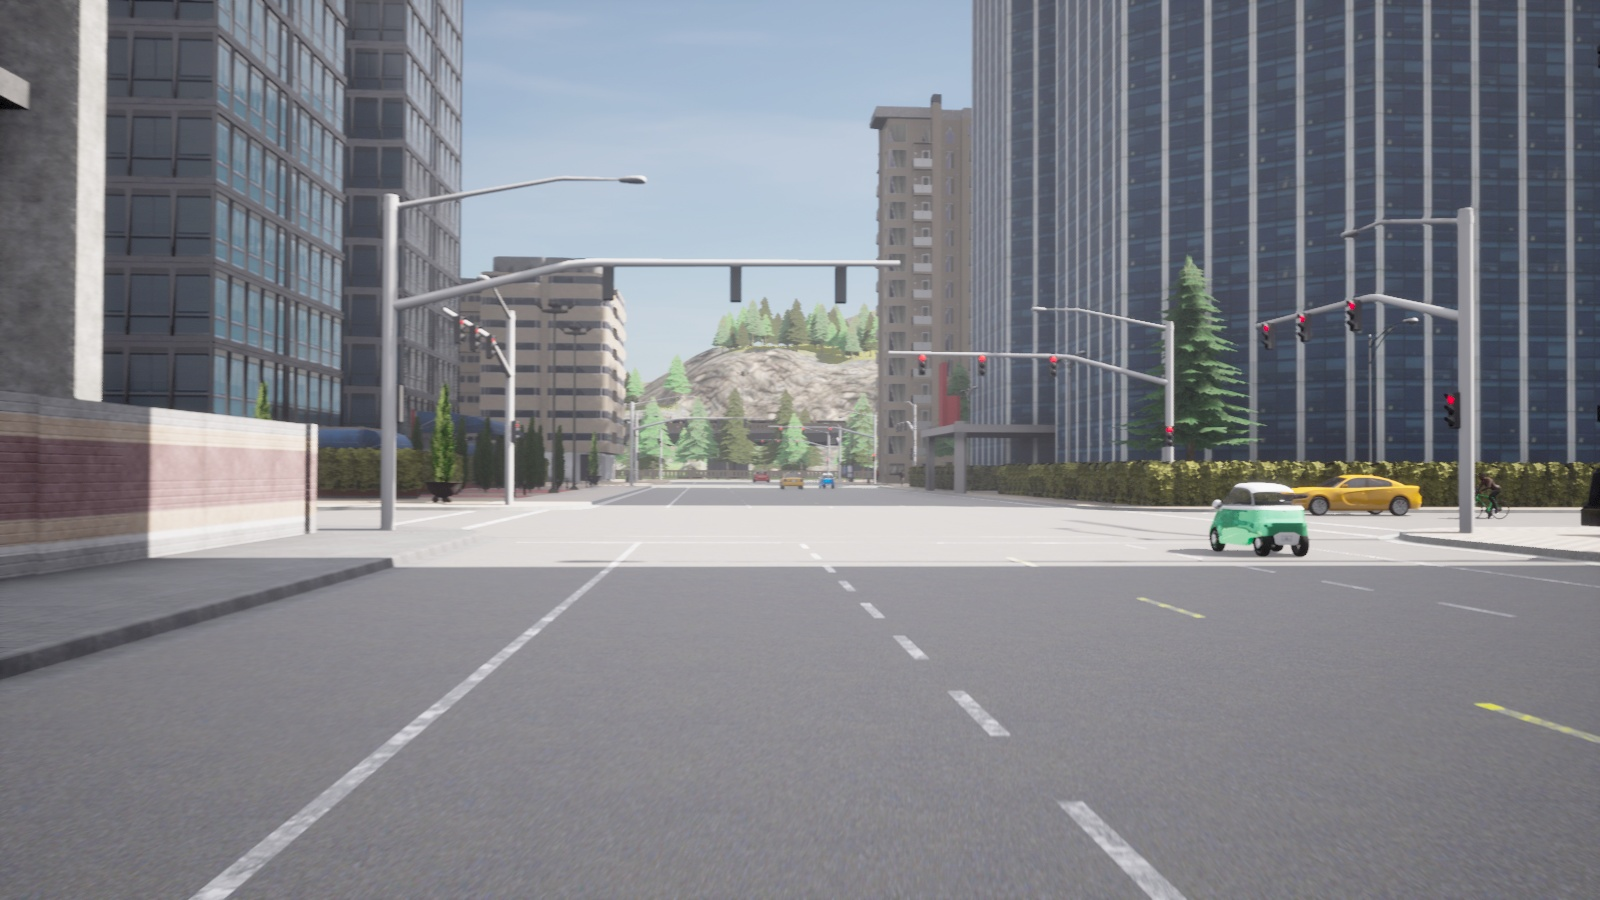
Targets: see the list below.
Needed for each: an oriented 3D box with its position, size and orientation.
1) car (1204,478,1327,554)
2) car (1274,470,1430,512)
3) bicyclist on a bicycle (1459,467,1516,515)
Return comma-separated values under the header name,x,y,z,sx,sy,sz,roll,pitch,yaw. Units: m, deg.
name,x,y,z,sx,sy,sz,roll,pitch,yaw
car,9.001,1.248,24.426,1.481,1.376,2.207,0,-1,-4
car,20.629,1.510,47.037,5.008,1.535,1.882,0,-1,-4
bicyclist on a bicycle,23.949,1.419,43.749,1.656,1.620,0.582,0,-1,-4
